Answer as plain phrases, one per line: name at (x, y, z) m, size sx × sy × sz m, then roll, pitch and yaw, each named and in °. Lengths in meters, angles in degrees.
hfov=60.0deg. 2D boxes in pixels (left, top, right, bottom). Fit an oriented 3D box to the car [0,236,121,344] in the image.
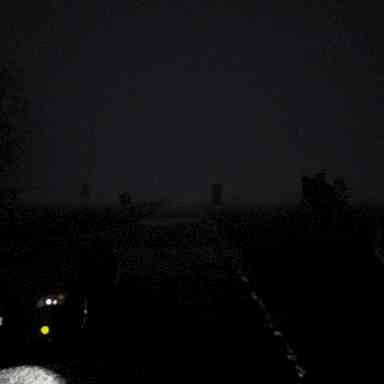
car at (-2.741, 1.606, 6.574) m, size 1.994 × 1.385 × 4.181 m, roll 0°, pitch 0°, yaw 0°
